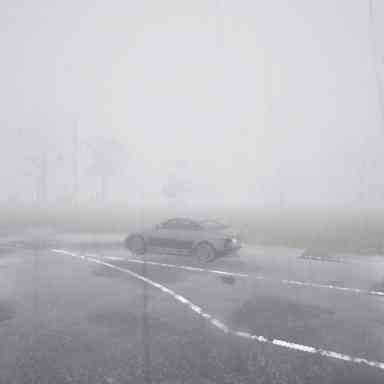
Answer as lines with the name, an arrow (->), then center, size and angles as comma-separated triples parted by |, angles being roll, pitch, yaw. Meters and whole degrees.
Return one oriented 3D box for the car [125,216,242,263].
car -> -0.337, 1.558, 11.911 | 4.181, 1.385, 1.994 | 0, 0, 29
